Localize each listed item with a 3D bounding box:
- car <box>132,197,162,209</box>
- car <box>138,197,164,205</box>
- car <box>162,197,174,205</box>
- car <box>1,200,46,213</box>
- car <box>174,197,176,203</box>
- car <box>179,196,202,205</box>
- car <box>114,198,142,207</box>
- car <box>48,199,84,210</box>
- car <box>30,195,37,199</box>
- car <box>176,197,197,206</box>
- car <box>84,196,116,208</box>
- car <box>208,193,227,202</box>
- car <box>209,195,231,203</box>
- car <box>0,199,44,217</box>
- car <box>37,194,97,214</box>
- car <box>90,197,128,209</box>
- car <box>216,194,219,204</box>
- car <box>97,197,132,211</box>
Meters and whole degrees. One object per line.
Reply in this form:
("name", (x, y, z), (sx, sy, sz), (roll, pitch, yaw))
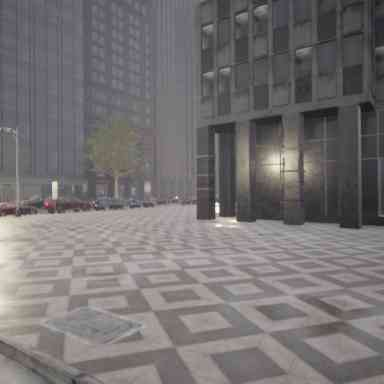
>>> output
("car", (-6.418, 1.498, 43.790), (1.947, 1.339, 4.313), (-1, 0, 35))
("car", (-7.101, 1.530, 57.780), (1.752, 1.417, 4.829), (-1, 0, 35))
("car", (-5.669, 1.577, 54.922), (1.895, 1.301, 4.718), (-1, 0, 35))
("car", (-19.844, 1.628, 39.374), (1.947, 1.339, 4.313), (-1, 0, 35))
("car", (-3.794, 1.560, 62.557), (1.947, 1.339, 4.313), (-1, 0, 35))
("car", (-0.189, 1.494, 57.294), (1.994, 1.385, 4.181), (-1, 0, 34))
("car", (-10.214, 1.599, 53.284), (1.802, 1.307, 4.206), (-1, 0, 35))
("car", (-16.634, 1.628, 44.010), (1.802, 1.307, 4.206), (-1, 0, 35))
("car", (-17.241, 1.251, 38.304), (2.150, 2.045, 5.566), (-1, 0, 35))
("car", (0.001, 1.451, 53.063), (1.887, 1.381, 4.507), (-1, 0, 35))
("car", (-13.425, 1.470, 48.647), (1.967, 1.590, 4.097), (-1, 0, 35))
("car", (5.835, 1.282, 76.468), (2.192, 1.841, 5.009), (-1, 0, 35))
("car", (5.489, 1.404, 65.510), (2.128, 1.511, 4.902), (-1, 0, 35))
("car", (-16.046, 1.566, 29.882), (1.802, 1.307, 4.206), (-1, 0, 35))
("car", (-12.839, 1.279, 34.520), (2.192, 1.841, 5.009), (-1, 0, 35))
("car", (-11.521, 1.492, 46.539), (2.128, 1.511, 4.902), (-1, 0, 35))
("car", (3.209, 1.211, 57.700), (2.192, 1.841, 5.009), (-1, 0, 35))
("car", (-9.627, 1.514, 39.155), (1.947, 1.339, 4.313), (-1, 0, 35))
